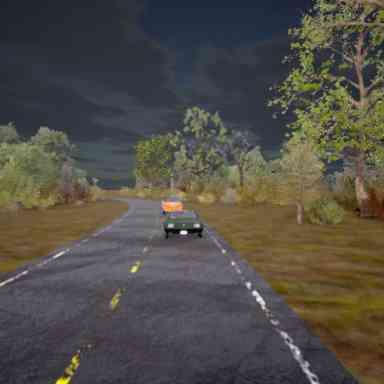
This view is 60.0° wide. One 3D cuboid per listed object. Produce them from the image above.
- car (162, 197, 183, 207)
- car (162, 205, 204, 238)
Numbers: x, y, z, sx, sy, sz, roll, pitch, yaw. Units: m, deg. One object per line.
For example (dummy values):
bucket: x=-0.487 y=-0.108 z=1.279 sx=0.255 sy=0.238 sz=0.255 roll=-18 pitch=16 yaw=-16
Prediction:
car: x=-2.134 y=1.356 z=35.386 sx=2.097 sy=1.767 sz=4.553 roll=0 pitch=0 yaw=-7
car: x=-0.523 y=1.602 z=17.779 sx=1.895 sy=1.301 sz=4.718 roll=0 pitch=0 yaw=-4
